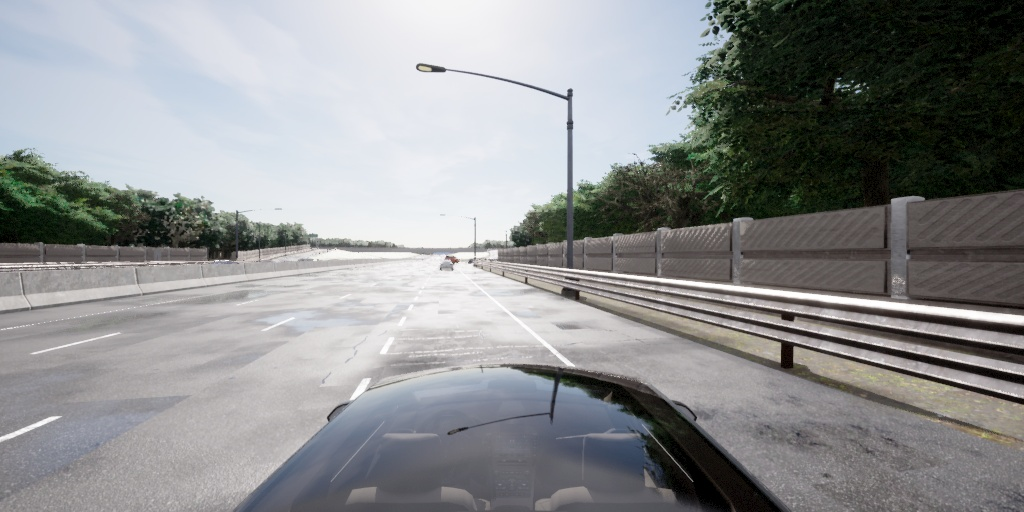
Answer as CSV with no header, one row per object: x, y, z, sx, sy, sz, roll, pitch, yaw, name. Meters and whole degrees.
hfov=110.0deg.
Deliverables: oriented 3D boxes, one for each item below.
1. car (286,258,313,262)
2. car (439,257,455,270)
-31.201,1.151,53.566,2.097,1.767,4.553,0,0,-10,car
-10.015,1.326,54.807,1.812,1.442,4.674,0,0,-11,car
